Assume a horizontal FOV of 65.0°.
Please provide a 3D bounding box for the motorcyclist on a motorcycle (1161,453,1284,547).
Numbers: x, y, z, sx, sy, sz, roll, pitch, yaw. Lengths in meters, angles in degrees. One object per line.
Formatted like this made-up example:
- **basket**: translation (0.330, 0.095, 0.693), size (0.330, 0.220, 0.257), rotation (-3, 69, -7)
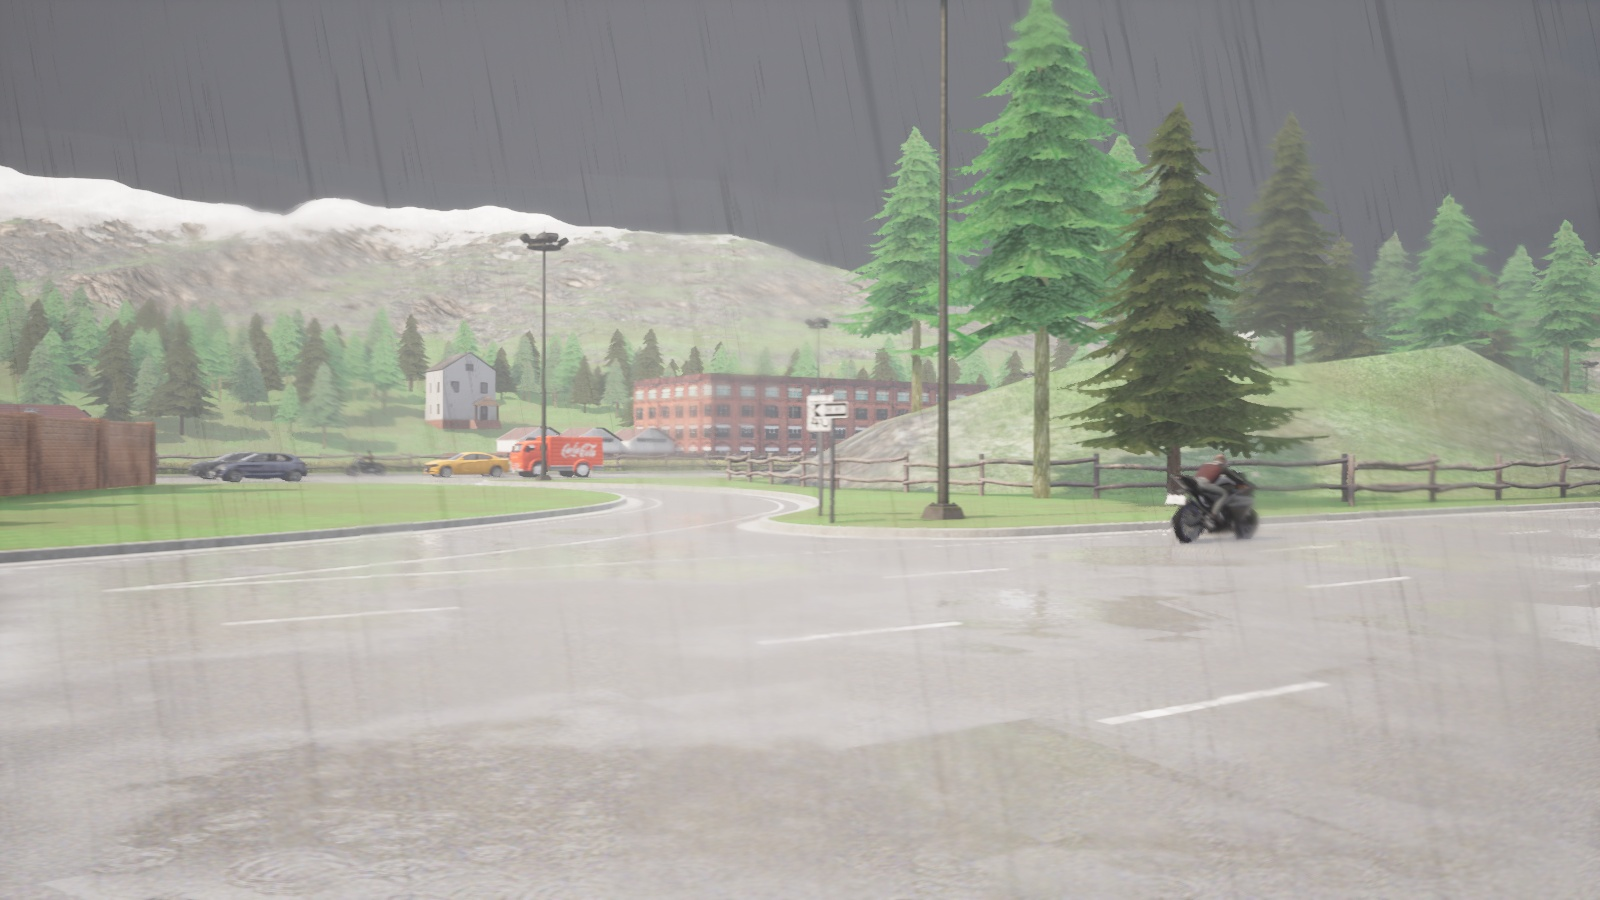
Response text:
- **motorcyclist on a motorcycle**: translation (7.242, 0.817, 21.493), size (2.191, 1.530, 0.866), rotation (0, 0, -35)

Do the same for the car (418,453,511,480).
- **car**: translation (-19.900, 0.947, 74.626), size (5.008, 1.535, 1.882), rotation (0, 0, -35)

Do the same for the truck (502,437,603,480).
- **truck**: translation (-14.572, 0.470, 74.060), size (5.204, 2.467, 2.627), rotation (0, 0, -35)

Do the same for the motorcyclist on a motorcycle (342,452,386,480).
- **motorcyclist on a motorcycle**: translation (-25.935, 0.933, 74.706), size (2.350, 1.649, 0.766), rotation (0, 0, -35)

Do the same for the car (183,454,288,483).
- **car**: translation (-30.306, 0.979, 67.423), size (4.892, 1.490, 1.837), rotation (0, 0, -35)

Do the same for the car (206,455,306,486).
- **car**: translation (-26.605, 0.965, 61.472), size (4.193, 1.474, 1.816), rotation (0, 0, -35)
